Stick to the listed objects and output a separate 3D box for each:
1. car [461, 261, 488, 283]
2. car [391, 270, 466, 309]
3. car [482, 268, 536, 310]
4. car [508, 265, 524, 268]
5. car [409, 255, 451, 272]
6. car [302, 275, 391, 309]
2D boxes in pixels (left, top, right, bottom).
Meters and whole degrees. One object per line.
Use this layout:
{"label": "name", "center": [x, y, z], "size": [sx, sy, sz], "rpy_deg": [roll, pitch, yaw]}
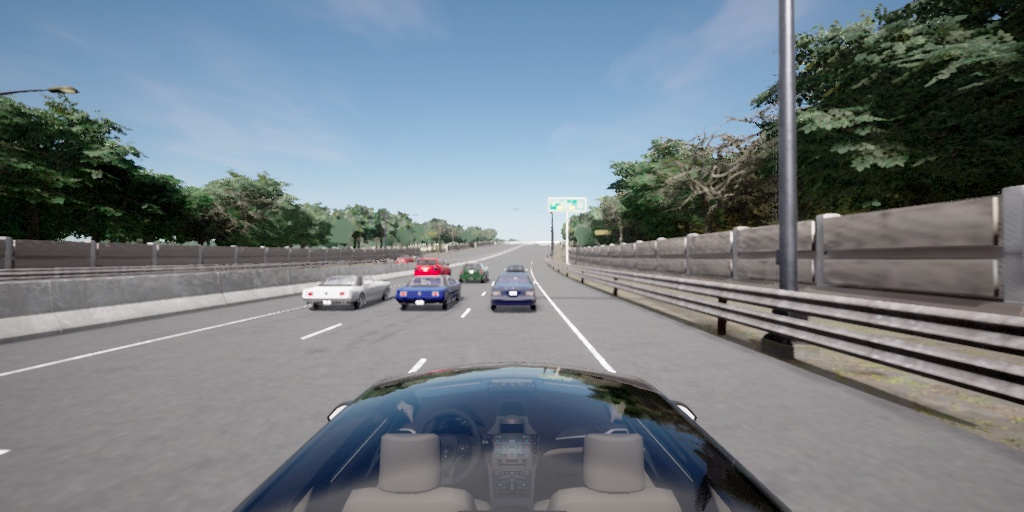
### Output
{"label": "car", "center": [-3.168, 1.329, 30.541], "size": [2.097, 1.767, 4.553], "rpy_deg": [0, 0, 1]}
{"label": "car", "center": [-3.429, 1.477, 15.688], "size": [1.895, 1.301, 4.718], "rpy_deg": [0, 0, 1]}
{"label": "car", "center": [0.068, 1.424, 15.533], "size": [2.033, 1.411, 5.357], "rpy_deg": [0, 0, 1]}
{"label": "car", "center": [0.338, 1.489, 30.676], "size": [1.837, 1.490, 4.892], "rpy_deg": [0, 0, 2]}
{"label": "car", "center": [-6.671, 1.194, 30.572], "size": [2.150, 2.045, 5.566], "rpy_deg": [0, 0, 1]}
{"label": "car", "center": [-6.929, 1.477, 15.729], "size": [1.895, 1.301, 4.718], "rpy_deg": [0, 0, 1]}
